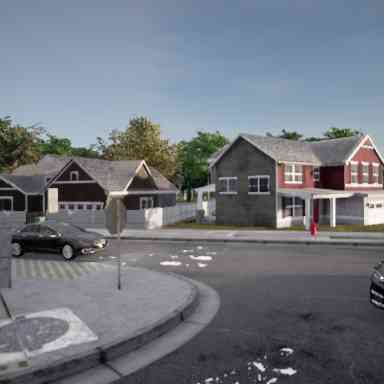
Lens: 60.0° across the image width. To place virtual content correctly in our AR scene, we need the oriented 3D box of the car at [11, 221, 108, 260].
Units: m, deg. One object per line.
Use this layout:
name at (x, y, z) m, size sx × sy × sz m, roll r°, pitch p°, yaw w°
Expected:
car at (-6.065, 2.066, 14.835) m, size 4.892 × 1.490 × 1.837 m, roll -2°, pitch 0°, yaw 22°

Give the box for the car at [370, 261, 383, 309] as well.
car at (5.509, 1.520, 6.738) m, size 4.902 × 1.511 × 2.128 m, roll 0°, pitch 0°, yaw -35°
